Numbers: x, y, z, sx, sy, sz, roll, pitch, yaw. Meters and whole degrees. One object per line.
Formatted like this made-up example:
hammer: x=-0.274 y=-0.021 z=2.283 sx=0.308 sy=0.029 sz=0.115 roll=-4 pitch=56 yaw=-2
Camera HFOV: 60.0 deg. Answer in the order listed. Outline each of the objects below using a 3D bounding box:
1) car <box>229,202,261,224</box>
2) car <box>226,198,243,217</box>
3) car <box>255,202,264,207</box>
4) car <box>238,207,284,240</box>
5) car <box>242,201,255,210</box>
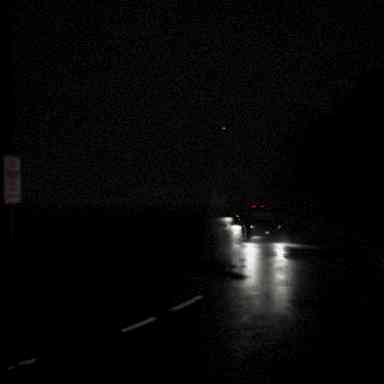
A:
car: x=4.537 y=1.930 z=29.009 sx=1.837 sy=1.490 sz=4.892 roll=0 pitch=-1 yaw=4
car: x=5.219 y=1.797 z=39.709 sx=2.150 sy=2.045 sz=5.566 roll=0 pitch=-1 yaw=4
car: x=9.501 y=2.198 z=49.050 sx=1.812 sy=1.442 sz=4.674 roll=0 pitch=-1 yaw=4
car: x=3.904 y=1.792 z=18.942 sx=1.812 sy=1.442 sz=4.674 roll=0 pitch=-1 yaw=4
car: x=10.056 y=2.385 z=59.373 sx=1.895 sy=1.301 sz=4.718 roll=0 pitch=-1 yaw=4
